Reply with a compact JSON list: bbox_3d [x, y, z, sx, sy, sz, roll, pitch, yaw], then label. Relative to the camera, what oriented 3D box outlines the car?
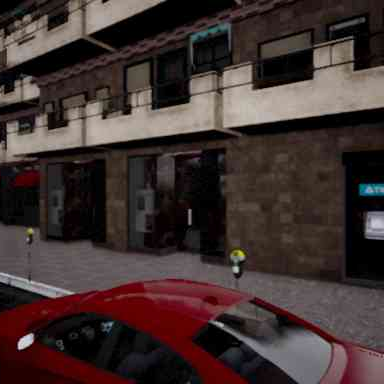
[{"bbox_3d":[-0.447,1.557,3.187,4.507,1.381,1.887,0,0,35],"label":"car"}]
